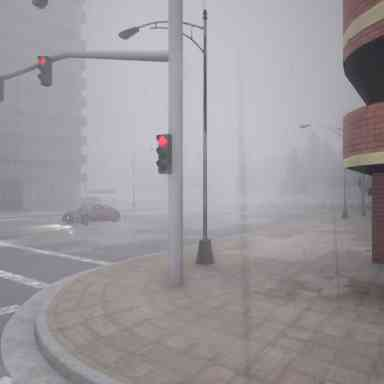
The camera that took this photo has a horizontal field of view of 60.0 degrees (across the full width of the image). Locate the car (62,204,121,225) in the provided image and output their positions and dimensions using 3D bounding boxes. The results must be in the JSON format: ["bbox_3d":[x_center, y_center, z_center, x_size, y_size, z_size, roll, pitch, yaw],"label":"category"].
[{"bbox_3d":[-7.214,1.564,24.121,1.994,1.385,4.181,0,0,36],"label":"car"}]
